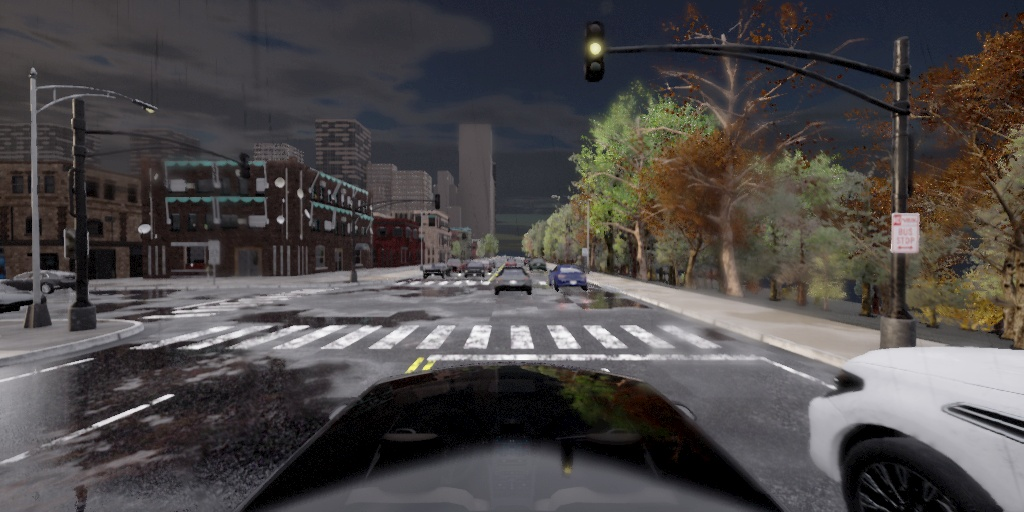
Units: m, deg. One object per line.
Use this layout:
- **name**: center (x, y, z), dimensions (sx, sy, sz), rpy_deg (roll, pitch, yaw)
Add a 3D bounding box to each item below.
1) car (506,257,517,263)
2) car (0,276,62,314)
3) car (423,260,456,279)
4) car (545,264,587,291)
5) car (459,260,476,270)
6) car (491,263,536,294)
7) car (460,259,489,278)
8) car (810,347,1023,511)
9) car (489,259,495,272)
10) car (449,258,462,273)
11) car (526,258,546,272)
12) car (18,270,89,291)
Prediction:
- **car**: center (-0.132, 1.251, 63.600), dimensions (1.994, 1.385, 4.181), rpy_deg (0, 0, 0)
- **car**: center (-19.971, 1.557, 13.138), dimensions (4.313, 1.339, 1.948), rpy_deg (0, 0, 0)
- **car**: center (-6.670, 1.321, 32.486), dimensions (1.895, 1.301, 4.718), rpy_deg (0, 0, 0)
- **car**: center (3.310, 1.258, 21.668), dimensions (1.812, 1.442, 4.674), rpy_deg (0, 0, 0)
- **car**: center (-6.682, 1.298, 53.988), dimensions (1.895, 1.301, 4.718), rpy_deg (0, 0, 0)
- **car**: center (0.062, 1.298, 20.016), dimensions (1.994, 1.385, 4.181), rpy_deg (0, 0, 0)
- **car**: center (-3.438, 1.267, 33.875), dimensions (2.033, 1.411, 5.357), rpy_deg (0, 0, -4)
- **car**: center (3.355, 0.969, 0.323), dimensions (2.150, 2.045, 5.566), rpy_deg (0, 0, 0)
- **car**: center (-3.423, 1.234, 44.113), dimensions (1.812, 1.442, 4.674), rpy_deg (0, 0, 0)
- **car**: center (-6.672, 1.064, 41.572), dimensions (2.097, 1.767, 4.553), rpy_deg (0, 0, 0)
- **car**: center (3.257, 1.057, 46.605), dimensions (2.097, 1.767, 4.553), rpy_deg (0, 0, 0)
- **car**: center (-28.321, 1.547, 21.633), dimensions (4.403, 1.370, 2.007), rpy_deg (0, 0, 0)
